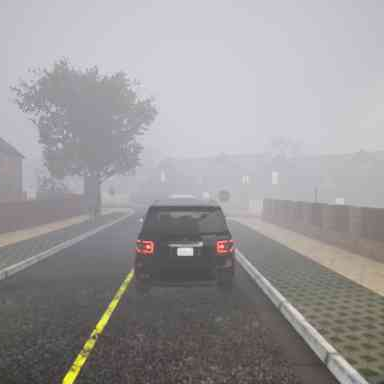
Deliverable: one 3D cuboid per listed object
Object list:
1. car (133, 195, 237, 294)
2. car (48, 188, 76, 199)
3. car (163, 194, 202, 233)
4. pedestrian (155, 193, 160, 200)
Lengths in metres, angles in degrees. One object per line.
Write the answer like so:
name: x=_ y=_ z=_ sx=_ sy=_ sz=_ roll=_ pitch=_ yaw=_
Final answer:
car: x=-0.201 y=1.208 z=8.922 sx=2.150 sy=2.045 sz=5.566 roll=0 pitch=0 yaw=-2
car: x=-17.207 y=0.548 z=45.015 sx=5.566 sy=2.045 sz=2.150 roll=2 pitch=0 yaw=30
car: x=-0.599 y=1.187 z=20.924 sx=2.150 sy=2.045 sz=5.566 roll=0 pitch=0 yaw=-2
pedestrian: x=-4.665 y=0.987 z=44.519 sx=0.375 sy=1.860 sz=0.375 roll=-1 pitch=-5 yaw=30
